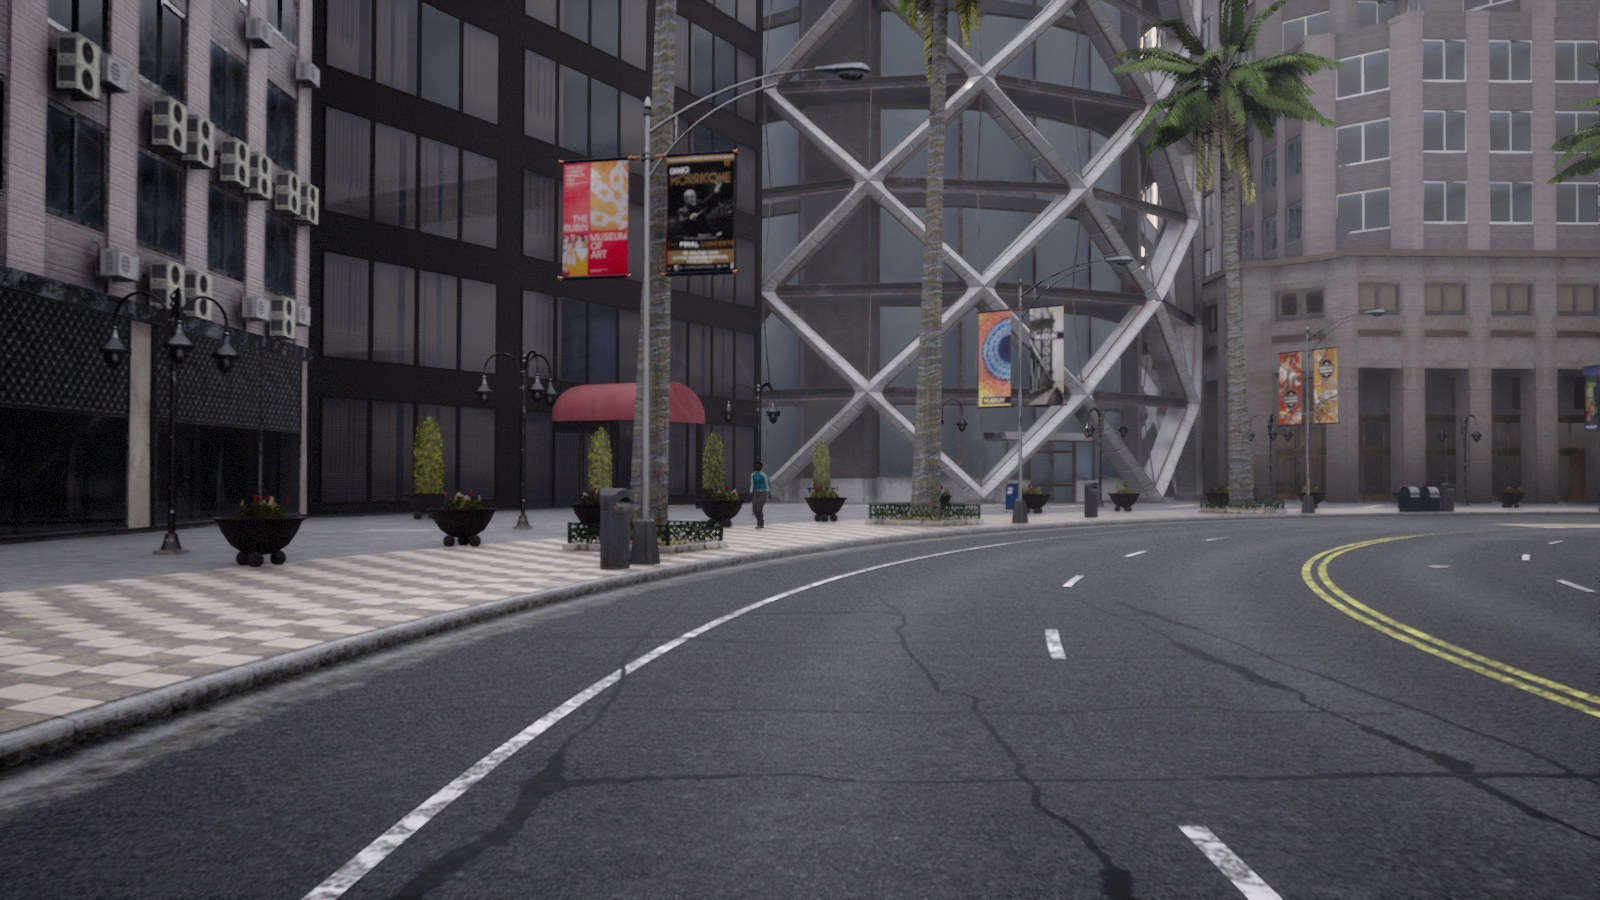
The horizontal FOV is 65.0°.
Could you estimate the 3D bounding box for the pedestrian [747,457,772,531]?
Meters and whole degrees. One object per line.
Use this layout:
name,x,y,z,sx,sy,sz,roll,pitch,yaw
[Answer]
pedestrian,-1.062,1.156,32.998,0.396,1.930,0.692,-1,-1,24
